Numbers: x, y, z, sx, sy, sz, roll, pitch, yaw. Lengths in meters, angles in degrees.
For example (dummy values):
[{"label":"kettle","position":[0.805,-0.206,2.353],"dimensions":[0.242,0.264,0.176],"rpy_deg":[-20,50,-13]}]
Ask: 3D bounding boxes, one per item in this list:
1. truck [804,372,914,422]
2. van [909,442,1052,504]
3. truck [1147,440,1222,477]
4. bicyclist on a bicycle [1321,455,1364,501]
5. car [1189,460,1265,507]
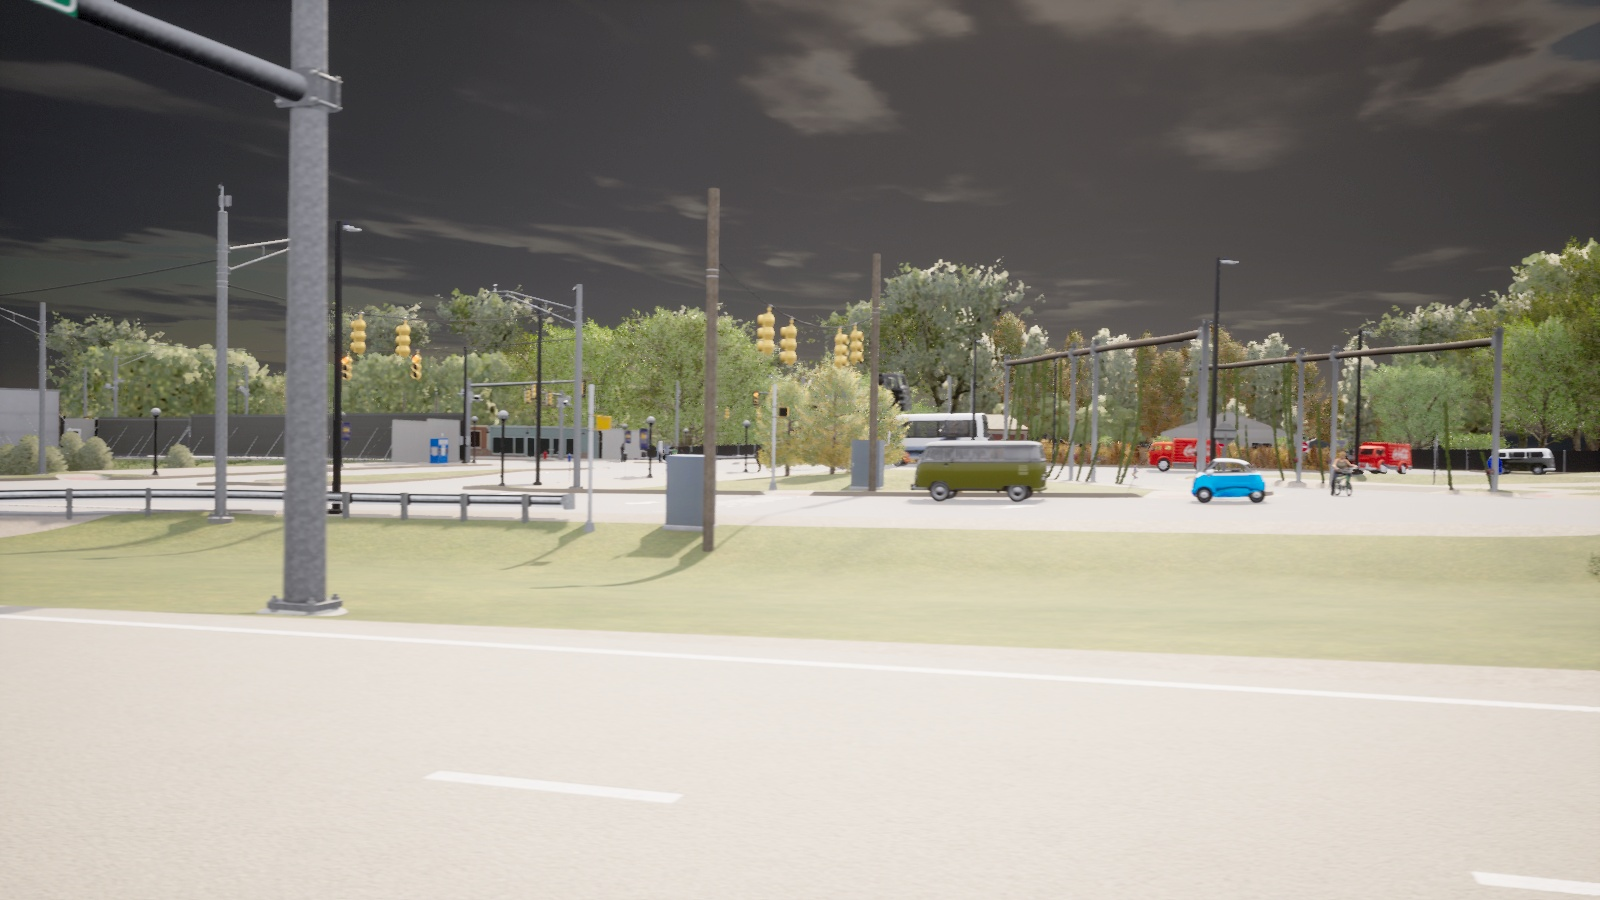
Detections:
[{"label":"truck","position":[4.572,-4.107,97.102],"dimensions":[7.936,3.462,2.891],"rpy_deg":[-2,3,16]},{"label":"van","position":[5.986,0.726,41.642],"dimensions":[4.442,1.987,1.775],"rpy_deg":[0,1,18]},{"label":"truck","position":[28.633,0.607,93.621],"dimensions":[5.204,2.467,2.627],"rpy_deg":[2,2,16]},{"label":"bicyclist on a bicycle","position":[19.531,1.005,45.235],"dimensions":[0.866,1.612,1.509],"rpy_deg":[1,-1,-1]},{"label":"car","position":[13.330,1.037,39.222],"dimensions":[2.207,1.376,1.481],"rpy_deg":[0,1,19]}]
